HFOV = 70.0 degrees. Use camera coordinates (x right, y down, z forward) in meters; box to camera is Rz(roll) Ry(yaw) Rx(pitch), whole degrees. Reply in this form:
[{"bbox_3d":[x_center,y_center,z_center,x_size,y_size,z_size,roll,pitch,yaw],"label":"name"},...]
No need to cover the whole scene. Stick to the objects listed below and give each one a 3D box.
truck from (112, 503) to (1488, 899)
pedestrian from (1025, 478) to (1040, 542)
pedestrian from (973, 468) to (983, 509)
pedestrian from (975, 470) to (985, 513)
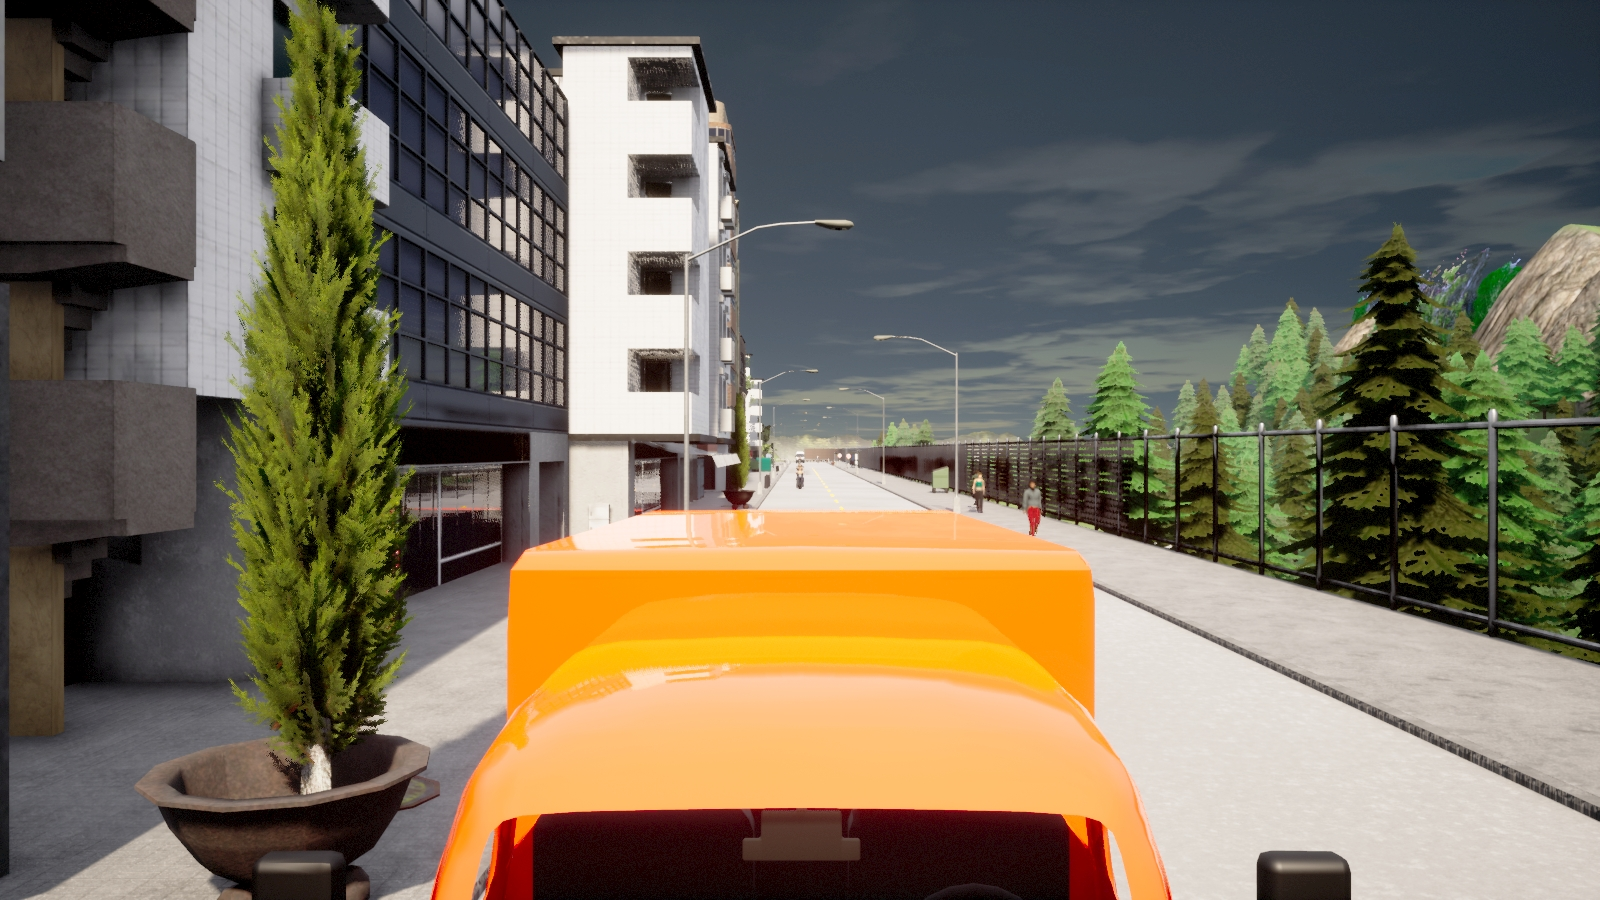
[{"bbox_3d":[0.000,1.571,4.781,2.627,2.467,5.204,0,0,0],"label":"truck"},{"bbox_3d":[6.826,1.758,33.572,0.375,1.860,0.375,0,0,-2],"label":"pedestrian"},{"bbox_3d":[8.198,1.765,52.708,0.375,1.860,0.375,0,0,-6],"label":"pedestrian"},{"bbox_3d":[7.657,1.764,48.675,0.375,1.860,0.375,0,0,1],"label":"pedestrian"}]
